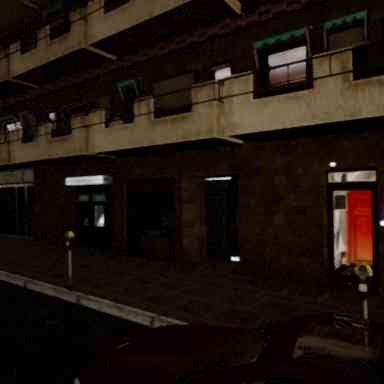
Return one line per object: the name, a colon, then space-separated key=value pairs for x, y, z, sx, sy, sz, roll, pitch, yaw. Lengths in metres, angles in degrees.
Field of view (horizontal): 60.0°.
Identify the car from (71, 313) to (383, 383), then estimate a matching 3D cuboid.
car: x=0.871 y=1.583 z=2.266 sx=4.206 sy=1.307 sz=1.802 roll=0 pitch=-1 yaw=36
